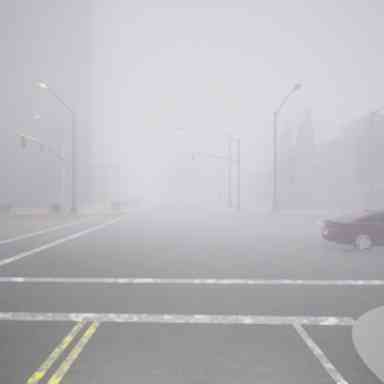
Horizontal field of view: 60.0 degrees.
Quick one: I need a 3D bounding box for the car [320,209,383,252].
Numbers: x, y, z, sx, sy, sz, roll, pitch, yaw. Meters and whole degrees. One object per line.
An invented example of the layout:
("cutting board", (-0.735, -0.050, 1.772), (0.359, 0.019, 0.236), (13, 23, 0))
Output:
("car", (7.791, 1.464, 13.290), (5.008, 1.535, 1.882), (0, 0, 0))
